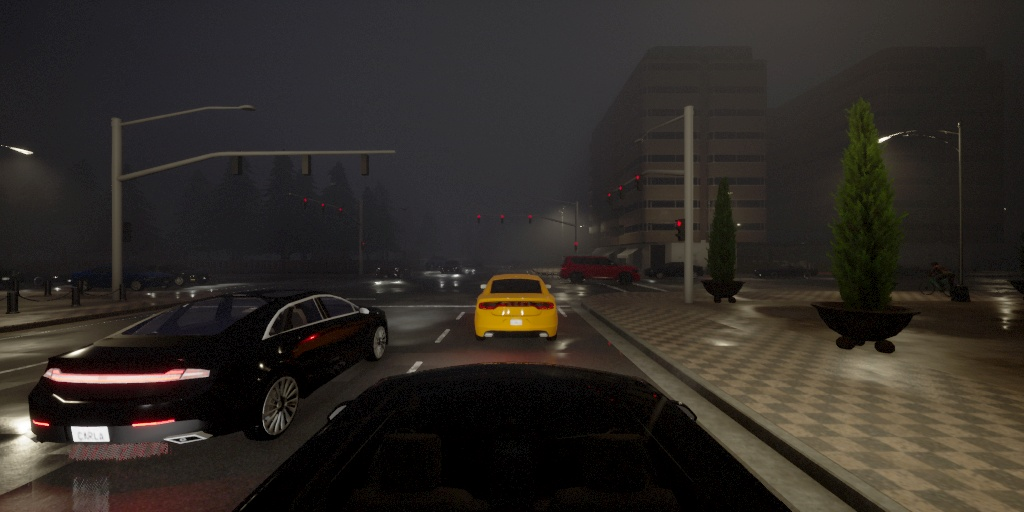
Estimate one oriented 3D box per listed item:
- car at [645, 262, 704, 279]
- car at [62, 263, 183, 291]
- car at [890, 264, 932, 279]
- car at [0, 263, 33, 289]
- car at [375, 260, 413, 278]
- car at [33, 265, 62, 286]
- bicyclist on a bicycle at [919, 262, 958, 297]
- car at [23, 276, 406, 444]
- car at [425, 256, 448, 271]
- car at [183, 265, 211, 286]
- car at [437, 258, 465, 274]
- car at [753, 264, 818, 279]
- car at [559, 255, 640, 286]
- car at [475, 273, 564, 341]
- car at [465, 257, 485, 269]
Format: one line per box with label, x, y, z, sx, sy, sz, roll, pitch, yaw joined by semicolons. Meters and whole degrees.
car;14.649;1.283;32.520;5.008;1.535;1.882;0;0;0
car;-23.432;1.283;21.721;5.008;1.535;1.882;0;0;0
car;34.925;1.406;32.563;4.718;1.301;1.895;0;0;0
car;-33.367;1.027;21.697;5.566;2.045;2.150;0;0;0
car;-10.489;1.146;32.101;2.097;1.767;4.553;0;0;0
car;-33.757;1.353;25.194;5.357;1.411;2.033;0;0;0
bicyclist on a bicycle;20.288;1.106;17.051;0.582;1.620;1.656;0;0;0
car;-3.423;1.242;5.354;2.128;1.511;4.902;0;0;1
car;-10.115;0.972;49.023;2.150;2.045;5.566;0;0;4
car;-24.015;1.310;25.231;4.892;1.490;1.837;0;0;1
car;-6.803;1.254;40.398;1.837;1.490;4.892;0;0;-2
car;24.726;1.406;32.545;4.718;1.301;1.895;0;0;0
car;6.183;1.002;25.603;5.566;2.045;2.150;1;1;9
car;0.107;1.228;9.936;1.882;1.535;5.008;0;0;0
car;-5.864;1.243;56.055;2.128;1.511;4.902;0;0;12
